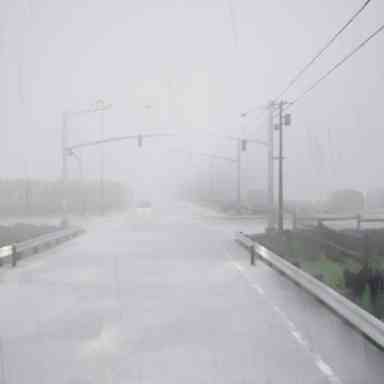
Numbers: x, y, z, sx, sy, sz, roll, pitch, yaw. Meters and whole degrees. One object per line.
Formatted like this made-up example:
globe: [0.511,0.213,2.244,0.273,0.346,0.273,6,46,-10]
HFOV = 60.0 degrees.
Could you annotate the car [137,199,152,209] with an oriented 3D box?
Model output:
car: [-6.867,1.671,48.360,1.994,1.385,4.181,0,1,-7]
